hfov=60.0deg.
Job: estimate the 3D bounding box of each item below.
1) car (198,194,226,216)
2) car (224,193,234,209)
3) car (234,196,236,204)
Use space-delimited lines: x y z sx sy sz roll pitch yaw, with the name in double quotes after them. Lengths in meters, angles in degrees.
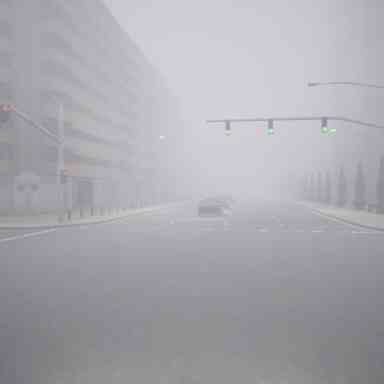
1.734 1.221 29.904 1.882 1.535 5.008 0 0 10 "car"
3.455 1.157 39.361 2.128 1.511 4.902 0 1 11 "car"
5.376 0.934 49.683 2.097 1.767 4.553 0 0 11 "car"
